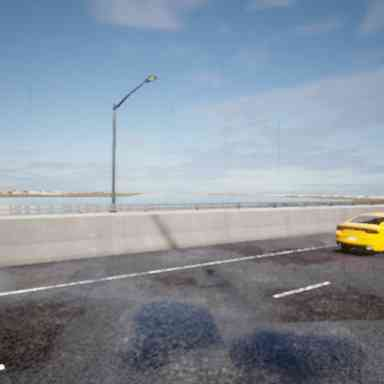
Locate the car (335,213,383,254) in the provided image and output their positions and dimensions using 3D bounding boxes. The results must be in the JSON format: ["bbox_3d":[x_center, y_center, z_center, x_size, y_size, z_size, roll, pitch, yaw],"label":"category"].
[{"bbox_3d":[8.012,1.612,13.830,5.008,1.535,1.882,0,0,-35],"label":"car"}]
